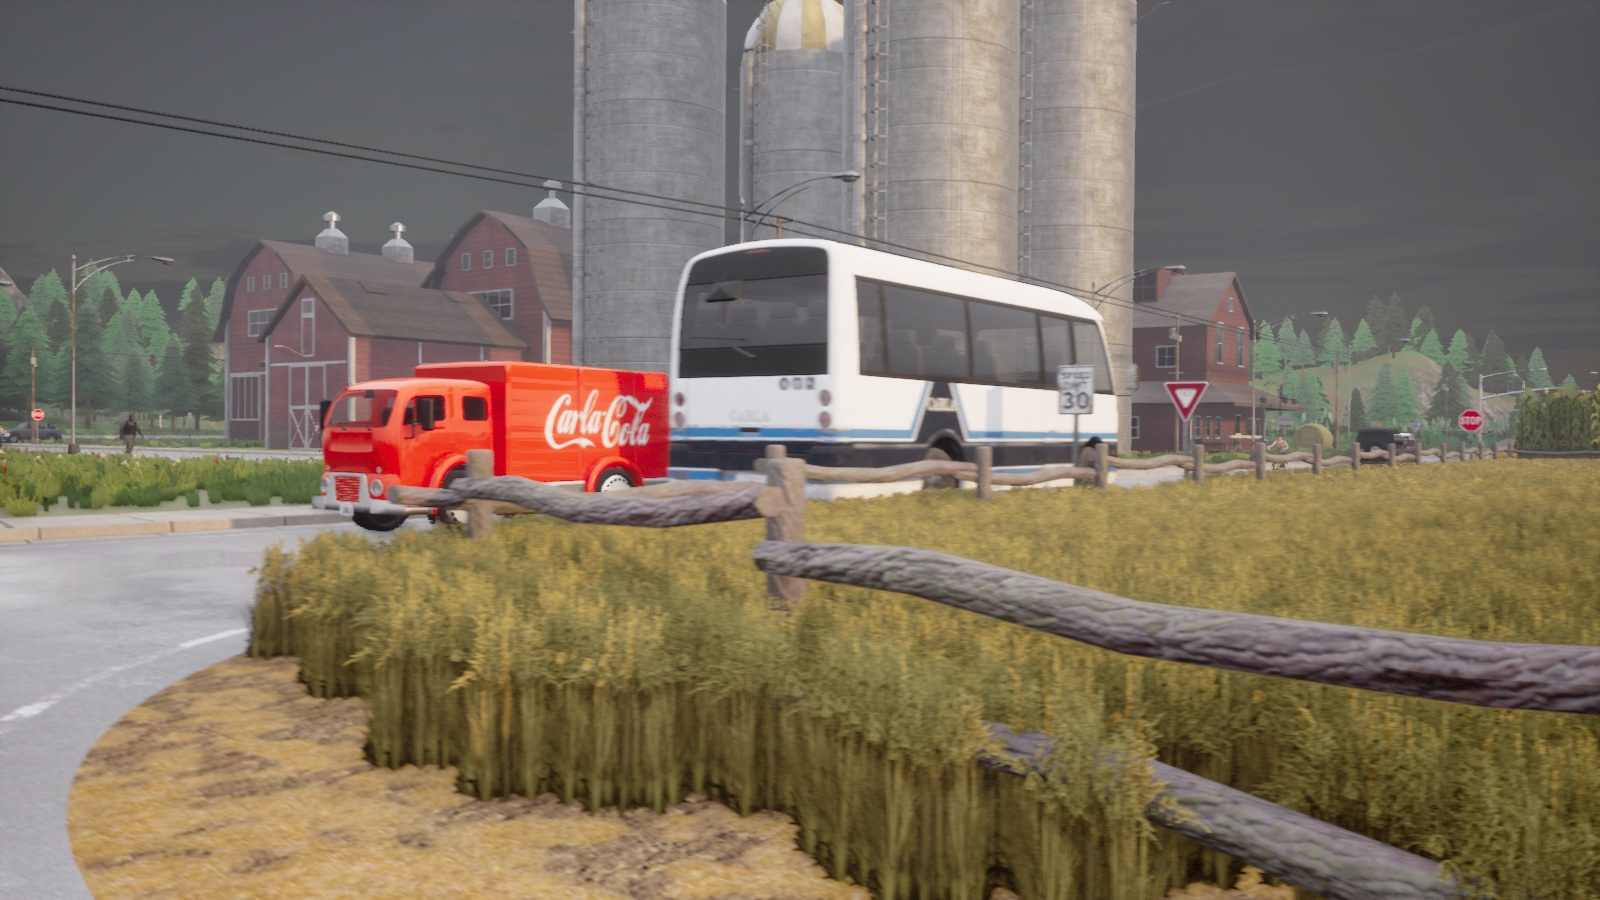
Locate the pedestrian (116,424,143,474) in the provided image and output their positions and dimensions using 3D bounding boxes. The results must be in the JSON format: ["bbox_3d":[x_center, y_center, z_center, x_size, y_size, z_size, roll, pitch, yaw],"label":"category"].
[{"bbox_3d":[-25.737,-0.035,48.222,0.849,1.883,0.563,0,1,35],"label":"pedestrian"}]

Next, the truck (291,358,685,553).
[{"bbox_3d":[-4.443,0.031,18.737,2.627,2.467,5.204,0,1,36],"label":"truck"}]

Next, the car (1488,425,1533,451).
[{"bbox_3d":[44.542,-0.798,78.707,1.801,1.575,5.366,0,1,37],"label":"car"}]

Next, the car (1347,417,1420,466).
[{"bbox_3d":[23.407,-0.363,50.321,1.905,1.878,3.866,0,1,37],"label":"car"}]

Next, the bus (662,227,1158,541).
[{"bbox_3d":[2.534,-0.969,22.279,3.944,4.253,10.273,0,1,37],"label":"bus"}]
